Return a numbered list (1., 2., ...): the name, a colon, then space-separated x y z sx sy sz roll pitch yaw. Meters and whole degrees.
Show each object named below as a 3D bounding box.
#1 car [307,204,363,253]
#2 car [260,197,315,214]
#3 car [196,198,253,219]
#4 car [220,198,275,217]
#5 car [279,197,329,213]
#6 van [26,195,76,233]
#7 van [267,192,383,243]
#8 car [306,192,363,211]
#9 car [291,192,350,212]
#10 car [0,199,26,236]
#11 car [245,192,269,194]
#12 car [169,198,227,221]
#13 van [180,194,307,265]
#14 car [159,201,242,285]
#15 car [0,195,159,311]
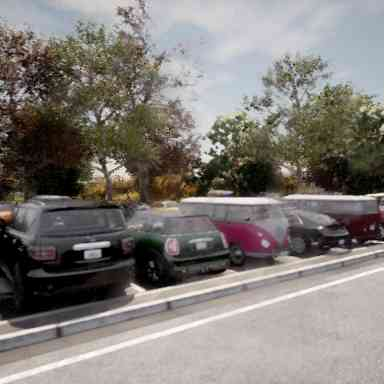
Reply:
1. car: 3.544 1.388 12.968 2.231 1.521 4.892 -1 0 -36
2. car: 9.448 1.269 33.285 2.097 1.535 5.008 0 0 -36
3. car: 2.670 1.355 28.400 2.163 1.488 4.792 -1 0 -36
4. car: 4.900 1.334 30.069 2.163 1.488 4.792 -1 0 -36
5. car: 11.609 1.294 34.837 2.002 1.452 4.674 0 0 -36
6. van: -8.742 1.204 20.411 1.878 1.987 4.442 -1 0 -36
7. van: 5.750 1.140 14.698 1.878 1.987 4.442 -1 0 -36
8. car: 16.151 0.976 38.058 2.435 2.045 5.566 0 0 -36
9. car: 13.987 0.988 36.507 2.435 2.045 5.566 0 0 -36
10. car: -10.918 1.329 18.675 2.185 1.767 4.553 -1 0 -36
11. car: 7.194 1.034 31.643 2.435 2.045 5.566 -1 0 -36
12. car: 0.392 1.347 26.798 2.097 1.535 5.008 -1 0 -36
13. van: 1.326 1.182 11.246 1.878 1.987 4.442 -1 0 -36
14. car: -1.003 1.303 9.684 2.185 1.767 4.553 -1 0 -36
15. car: -3.318 1.202 8.104 2.435 2.045 5.566 -1 0 -36
